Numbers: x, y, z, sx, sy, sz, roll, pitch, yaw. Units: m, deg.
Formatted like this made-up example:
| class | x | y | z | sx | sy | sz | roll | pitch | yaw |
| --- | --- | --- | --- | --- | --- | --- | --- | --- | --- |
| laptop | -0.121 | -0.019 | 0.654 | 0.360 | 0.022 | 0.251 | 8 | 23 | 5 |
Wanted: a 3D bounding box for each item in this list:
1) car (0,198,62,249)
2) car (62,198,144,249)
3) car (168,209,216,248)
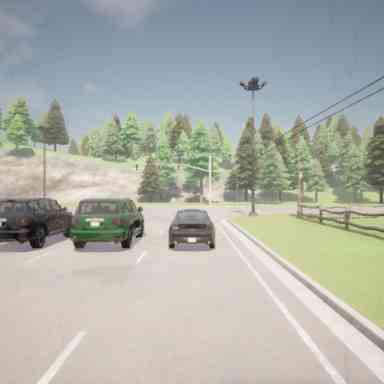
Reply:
| class | x | y | z | sx | sy | sz | roll | pitch | yaw |
| --- | --- | --- | --- | --- | --- | --- | --- | --- | --- |
| car | -7.000 | 1.255 | 14.680 | 2.150 | 2.045 | 5.566 | 0 | 0 | 0 |
| car | -3.500 | 1.255 | 14.680 | 2.150 | 2.045 | 5.566 | 0 | 0 | 0 |
| car | 0.000 | 1.514 | 14.650 | 1.837 | 1.490 | 4.892 | 0 | 0 | 0 |
